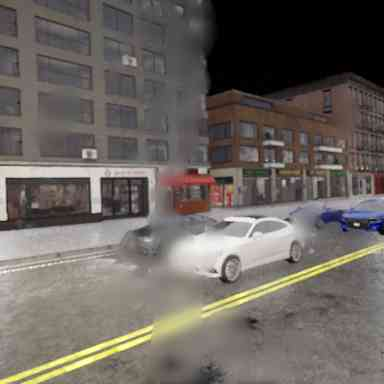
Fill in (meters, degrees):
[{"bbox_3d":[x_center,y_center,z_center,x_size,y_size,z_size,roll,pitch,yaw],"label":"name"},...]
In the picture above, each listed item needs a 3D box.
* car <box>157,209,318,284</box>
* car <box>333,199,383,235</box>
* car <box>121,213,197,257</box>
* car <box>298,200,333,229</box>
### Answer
[{"bbox_3d":[1.510,1.426,9.560,4.674,1.442,1.812,-2,1,-42],"label":"car"},{"bbox_3d":[9.247,1.131,16.614,5.008,1.535,1.882,-2,0,-42],"label":"car"},{"bbox_3d":[-0.467,1.500,12.150,4.181,1.385,1.994,-2,1,-42],"label":"car"},{"bbox_3d":[7.318,1.213,19.246,4.674,1.442,1.812,-2,0,-42],"label":"car"}]
